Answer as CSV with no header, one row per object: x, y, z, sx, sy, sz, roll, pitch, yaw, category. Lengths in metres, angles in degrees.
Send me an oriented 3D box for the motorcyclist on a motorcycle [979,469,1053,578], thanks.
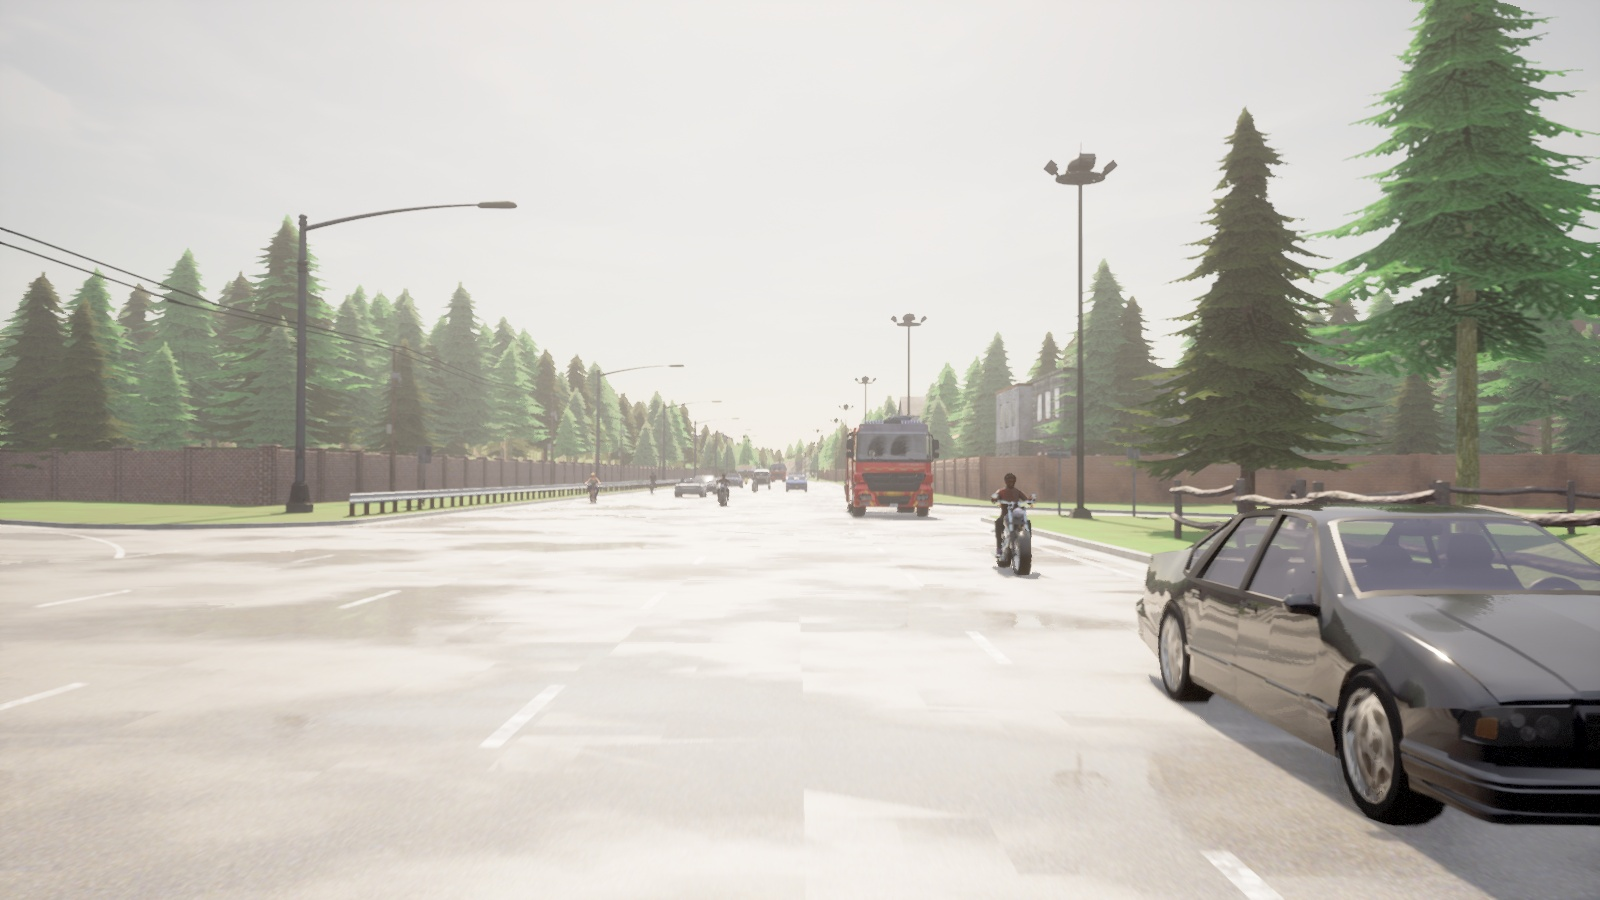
3.449,1.141,20.268,0.766,1.649,2.350,0,-1,0,motorcyclist on a motorcycle

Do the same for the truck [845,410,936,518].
3.372,0.573,49.019,2.891,3.827,8.468,0,-1,0,truck

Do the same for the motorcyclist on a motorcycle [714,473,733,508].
-3.650,1.931,60.282,0.766,1.649,2.350,0,-1,0,motorcyclist on a motorcycle

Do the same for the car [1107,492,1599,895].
3.482,0.992,7.357,2.033,1.411,5.357,0,-1,0,car

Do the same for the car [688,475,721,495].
-7.238,2.672,95.892,2.163,1.488,4.792,0,-1,0,car

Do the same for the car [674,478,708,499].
-7.206,2.534,83.351,1.895,1.301,4.718,0,-1,0,car
